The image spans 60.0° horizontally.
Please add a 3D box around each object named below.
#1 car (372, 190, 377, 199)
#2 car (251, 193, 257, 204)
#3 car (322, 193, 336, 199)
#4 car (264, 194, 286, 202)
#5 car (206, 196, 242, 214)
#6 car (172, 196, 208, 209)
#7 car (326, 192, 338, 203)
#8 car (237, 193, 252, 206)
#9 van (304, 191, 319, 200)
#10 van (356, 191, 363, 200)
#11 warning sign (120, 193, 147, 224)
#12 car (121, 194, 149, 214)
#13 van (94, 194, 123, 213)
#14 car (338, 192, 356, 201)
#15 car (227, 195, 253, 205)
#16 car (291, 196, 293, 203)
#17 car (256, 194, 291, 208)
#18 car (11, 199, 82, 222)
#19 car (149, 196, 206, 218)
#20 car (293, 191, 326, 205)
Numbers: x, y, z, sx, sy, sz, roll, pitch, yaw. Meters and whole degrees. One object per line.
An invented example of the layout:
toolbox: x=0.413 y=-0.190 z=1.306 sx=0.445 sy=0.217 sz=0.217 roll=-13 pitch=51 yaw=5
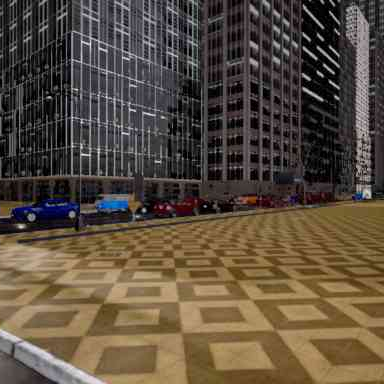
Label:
car: x=39.461 y=0.848 z=74.737 sx=2.008 sy=1.369 sz=4.403 roll=1 pitch=1 yaw=41
car: x=10.369 y=1.125 z=44.798 sx=1.837 sy=1.490 sz=4.892 roll=0 pitch=1 yaw=41
car: x=33.106 y=0.829 z=80.200 sx=1.947 sy=1.339 sz=4.313 roll=1 pitch=1 yaw=41
car: x=14.618 y=1.057 z=58.582 sx=1.947 sy=1.339 sz=4.313 roll=1 pitch=1 yaw=41
car: x=2.538 y=1.320 z=31.462 sx=1.947 sy=1.339 sz=4.313 roll=1 pitch=1 yaw=41
car: x=-0.178 y=1.219 z=41.295 sx=1.887 sy=1.381 sz=4.507 roll=1 pitch=1 yaw=41
car: x=20.975 y=0.840 z=53.116 sx=2.192 sy=1.841 sz=5.009 roll=1 pitch=1 yaw=41
car: x=7.751 y=0.962 z=46.506 sx=2.097 sy=1.767 sz=4.553 roll=0 pitch=1 yaw=41
van: x=25.711 y=0.695 z=71.549 sx=1.690 sy=1.788 sz=3.998 roll=1 pitch=1 yaw=41
van: x=35.765 y=0.683 z=70.410 sx=1.690 sy=1.788 sz=3.998 roll=1 pitch=1 yaw=41
warning sign: x=-3.620 y=0.977 z=20.725 sx=1.300 sy=1.860 sz=1.060 roll=0 pitch=0 yaw=41
car: x=-4.126 y=1.236 z=32.688 sx=1.882 sy=1.535 sz=5.008 roll=0 pitch=1 yaw=41
van: x=-7.657 y=1.107 z=32.719 sx=1.690 sy=1.788 sz=3.998 roll=1 pitch=1 yaw=41
car: x=28.480 y=0.957 z=61.895 sx=1.752 sy=1.417 sz=4.829 roll=1 pitch=1 yaw=41
car: x=7.222 y=1.148 z=49.935 sx=1.947 sy=1.339 sz=4.313 roll=1 pitch=1 yaw=41
car: x=17.077 y=1.062 z=52.713 sx=1.812 sy=1.442 sz=4.674 roll=0 pitch=1 yaw=41
car: x=9.882 y=1.244 z=40.151 sx=1.802 sy=1.307 sz=4.206 roll=1 pitch=1 yaw=41
car: x=-10.787 y=1.319 z=24.899 sx=1.882 sy=1.535 sz=5.008 roll=0 pitch=1 yaw=41
car: x=-1.116 y=1.241 z=27.101 sx=1.967 sy=1.590 sz=4.097 roll=1 pitch=1 yaw=41
car: x=17.278 y=0.885 z=48.793 sx=2.192 sy=1.841 sz=5.009 roll=1 pitch=1 yaw=41
